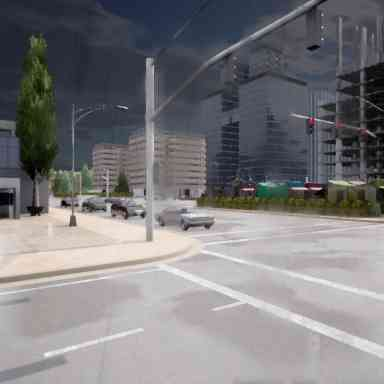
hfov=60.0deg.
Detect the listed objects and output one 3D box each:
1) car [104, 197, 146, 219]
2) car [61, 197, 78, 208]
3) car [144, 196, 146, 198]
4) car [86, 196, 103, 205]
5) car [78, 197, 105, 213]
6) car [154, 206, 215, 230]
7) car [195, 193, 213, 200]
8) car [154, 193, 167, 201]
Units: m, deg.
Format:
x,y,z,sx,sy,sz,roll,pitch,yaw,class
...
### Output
x,y,z,sx,sy,sz,roll,pitch,yaw,class
-5.612,1.491,29.027,2.128,1.511,4.902,0,0,-33,car
-17.532,1.492,47.743,2.128,1.511,4.902,0,0,-32,car
-9.389,1.153,81.045,4.605,1.855,1.932,0,0,-34,car
-18.306,1.564,62.201,1.994,1.385,4.181,0,0,-33,car
-11.073,1.504,37.569,1.837,1.490,4.892,0,0,-33,car
-0.563,1.601,21.138,1.895,1.301,4.718,0,0,-33,car
3.221,1.156,62.389,3.866,1.878,1.905,0,0,-34,car
-7.811,1.156,78.618,3.866,1.878,1.905,0,0,-34,car
